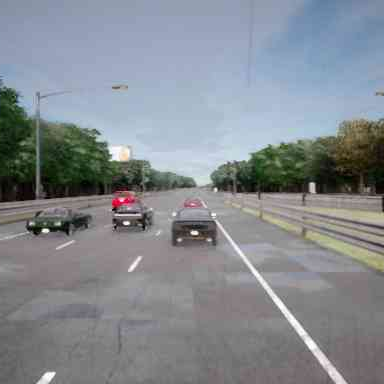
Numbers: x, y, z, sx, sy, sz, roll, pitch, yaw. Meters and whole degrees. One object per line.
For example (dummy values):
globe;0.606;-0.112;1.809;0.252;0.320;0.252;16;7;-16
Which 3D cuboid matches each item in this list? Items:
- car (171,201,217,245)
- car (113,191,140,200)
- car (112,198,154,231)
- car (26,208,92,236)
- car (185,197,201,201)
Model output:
car;0.098;1.413;15.347;1.882;1.535;5.008;0;1;0
car;-6.904;0.933;35.330;2.150;2.045;5.566;0;1;0
car;-3.402;1.384;19.770;2.128;1.511;4.902;0;1;0
car;-6.902;1.512;17.901;1.895;1.301;4.718;0;1;0
car;0.095;1.261;36.629;1.994;1.385;4.181;0;1;0
